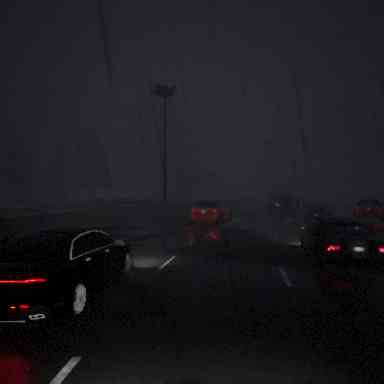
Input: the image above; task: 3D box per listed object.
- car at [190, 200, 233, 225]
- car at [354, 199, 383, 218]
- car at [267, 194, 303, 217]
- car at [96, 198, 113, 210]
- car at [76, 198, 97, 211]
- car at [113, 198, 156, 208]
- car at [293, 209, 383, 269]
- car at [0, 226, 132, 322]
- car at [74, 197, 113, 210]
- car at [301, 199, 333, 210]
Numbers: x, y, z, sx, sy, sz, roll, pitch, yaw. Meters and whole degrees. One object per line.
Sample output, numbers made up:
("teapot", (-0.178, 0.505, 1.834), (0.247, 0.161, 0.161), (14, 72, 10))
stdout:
("car", (1.527, 1.352, 24.152), (2.097, 1.767, 4.553), (0, 0, 21))
("car", (14.783, 1.351, 27.880), (2.097, 1.767, 4.553), (0, 0, 27))
("car", (8.703, 1.220, 31.417), (2.150, 2.045, 5.566), (0, 0, 27))
("car", (-8.101, 1.505, 37.437), (1.837, 1.490, 4.892), (0, 0, 27))
("car", (-11.271, 1.564, 38.897), (1.994, 1.385, 4.181), (0, 0, 26))
("car", (-5.585, 1.477, 34.626), (1.882, 1.535, 5.008), (0, 0, 26))
("car", (4.859, 1.547, 11.179), (2.033, 1.411, 5.357), (0, 0, 11))
("car", (-2.737, 1.506, 7.330), (1.837, 1.490, 4.892), (0, 0, 6))
("car", (-12.810, 1.477, 43.589), (1.882, 1.535, 5.008), (0, 0, 29))
("car", (10.094, 1.525, 26.360), (1.812, 1.442, 4.674), (0, 0, 25))
